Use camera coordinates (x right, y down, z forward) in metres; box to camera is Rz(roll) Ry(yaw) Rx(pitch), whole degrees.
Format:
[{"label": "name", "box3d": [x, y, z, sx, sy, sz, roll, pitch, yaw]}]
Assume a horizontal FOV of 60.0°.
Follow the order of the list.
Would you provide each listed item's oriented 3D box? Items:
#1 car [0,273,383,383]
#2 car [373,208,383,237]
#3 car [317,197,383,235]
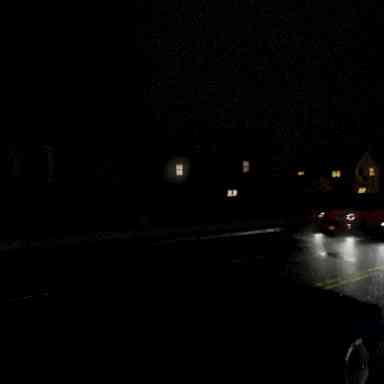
[{"label": "car", "box3d": [0.024, 1.584, 3.455, 4.718, 1.301, 1.895, -1, 0, -35]}, {"label": "car", "box3d": [10.490, 1.453, 15.154, 4.718, 1.301, 1.895, -1, 0, -35]}, {"label": "car", "box3d": [8.815, 1.201, 17.949, 4.553, 1.767, 2.097, -1, 0, -35]}]
